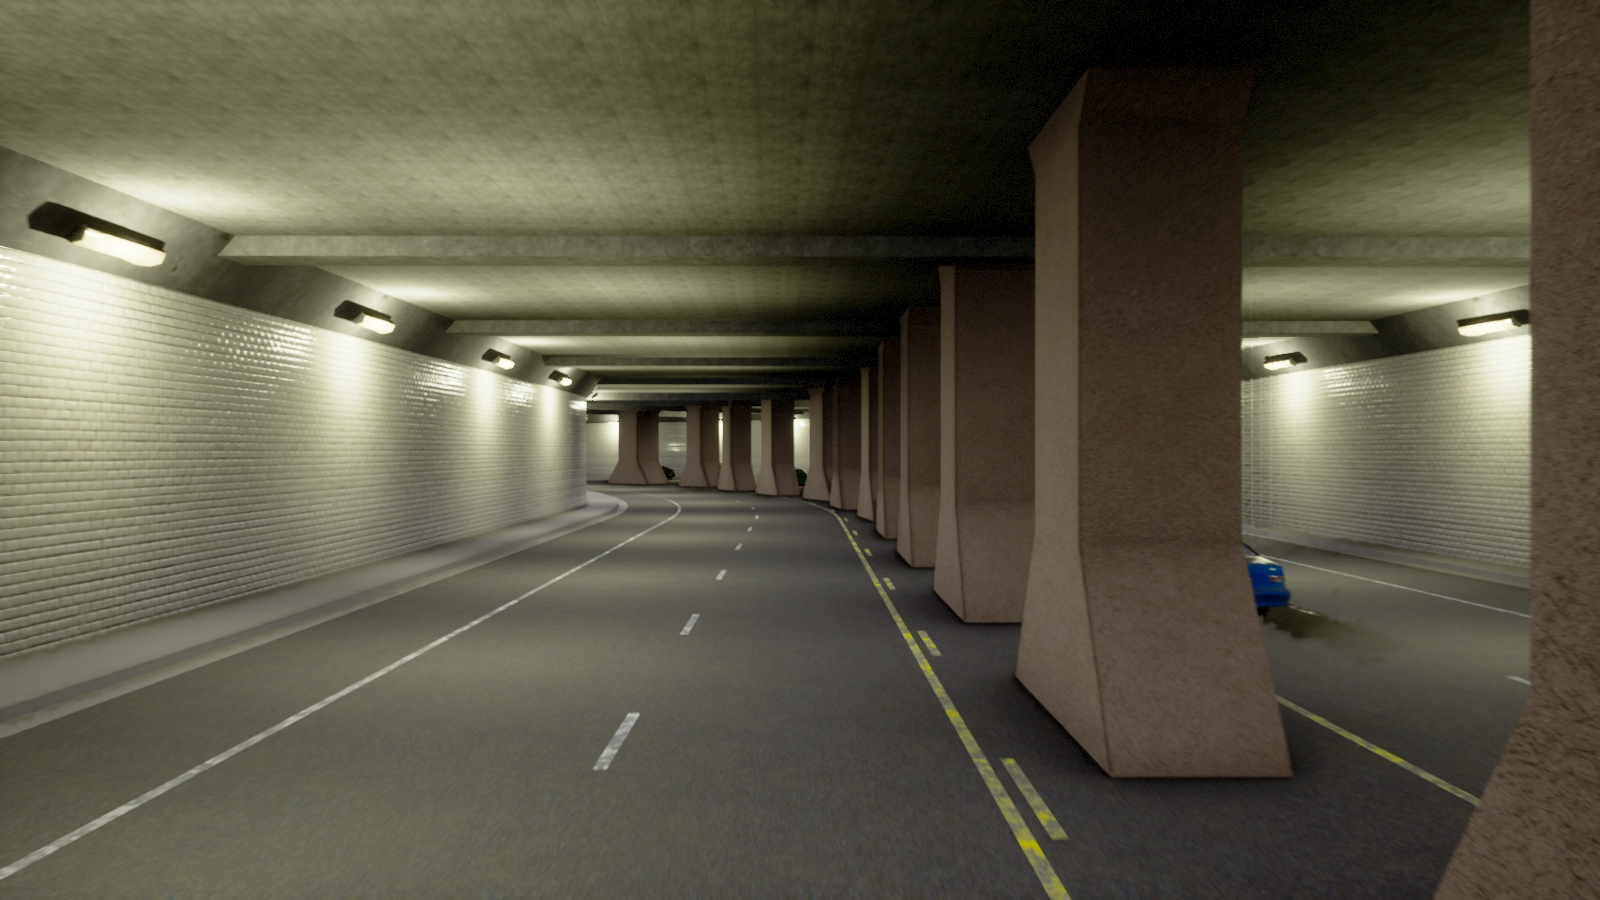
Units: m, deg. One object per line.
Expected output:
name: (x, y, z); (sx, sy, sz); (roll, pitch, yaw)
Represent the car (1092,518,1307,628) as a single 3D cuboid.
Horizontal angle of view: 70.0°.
car: (6.991, 2.106, 20.714); (2.033, 1.411, 5.357); (0, 0, 0)
